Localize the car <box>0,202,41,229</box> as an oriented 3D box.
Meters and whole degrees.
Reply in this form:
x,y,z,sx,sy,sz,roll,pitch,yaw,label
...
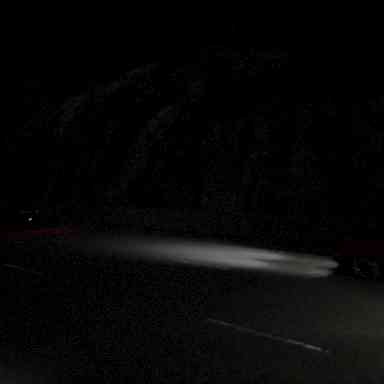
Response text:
x,y,z,sx,sy,sz,roll,pitch,yaw,label
-11.348,1.355,20.693,4.902,1.511,2.128,1,0,36,car

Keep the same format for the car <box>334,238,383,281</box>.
x,y,z,sx,sy,sz,roll,pitch,yaw,label
6.138,1.603,8.212,4.718,1.301,1.895,0,0,36,car
